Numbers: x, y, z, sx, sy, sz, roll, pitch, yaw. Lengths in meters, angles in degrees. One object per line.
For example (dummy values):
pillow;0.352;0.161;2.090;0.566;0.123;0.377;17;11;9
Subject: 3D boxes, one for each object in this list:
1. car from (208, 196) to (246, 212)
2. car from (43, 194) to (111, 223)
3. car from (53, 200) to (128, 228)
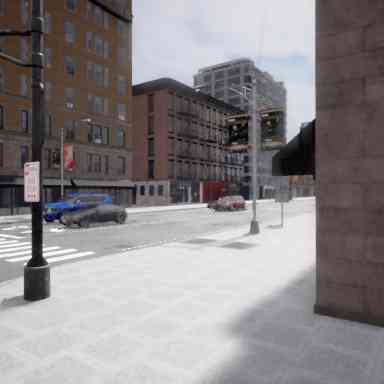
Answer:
car;4.164;1.217;36.492;2.097;1.767;4.553;0;0;35
car;-8.313;1.163;24.432;2.150;2.045;5.566;0;0;35
car;-6.246;1.466;21.724;1.812;1.442;4.674;0;0;36
